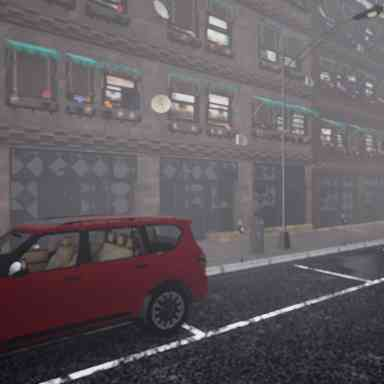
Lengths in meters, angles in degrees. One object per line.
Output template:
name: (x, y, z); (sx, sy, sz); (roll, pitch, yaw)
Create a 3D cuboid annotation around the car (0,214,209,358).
car: (-2.014, 1.324, 5.157); (5.009, 1.841, 2.192); (0, -1, -36)
